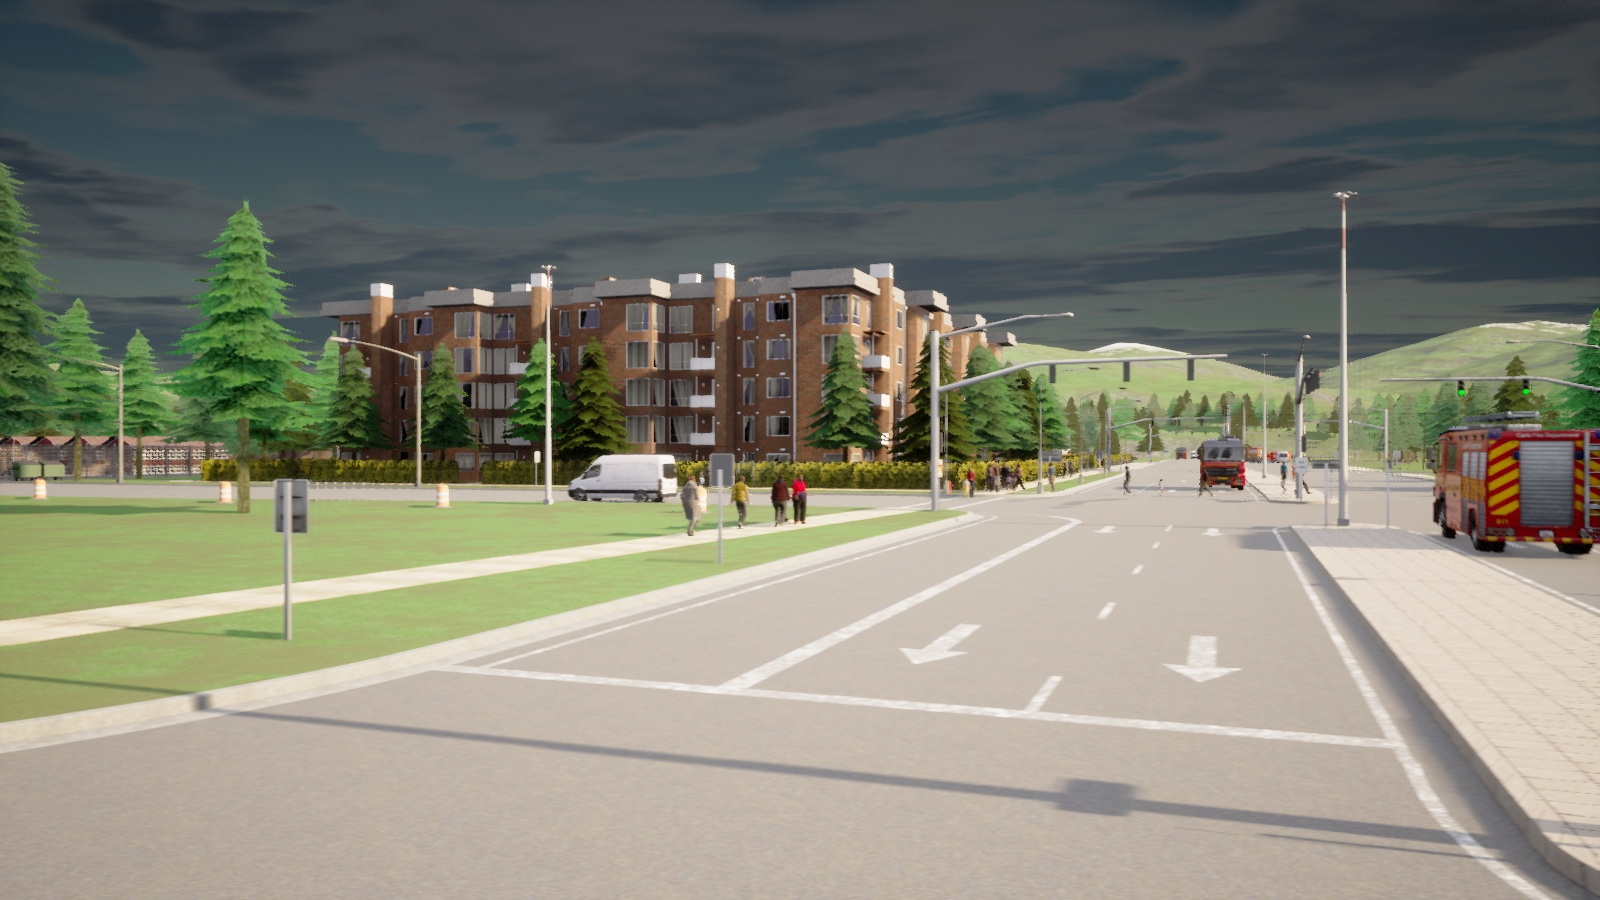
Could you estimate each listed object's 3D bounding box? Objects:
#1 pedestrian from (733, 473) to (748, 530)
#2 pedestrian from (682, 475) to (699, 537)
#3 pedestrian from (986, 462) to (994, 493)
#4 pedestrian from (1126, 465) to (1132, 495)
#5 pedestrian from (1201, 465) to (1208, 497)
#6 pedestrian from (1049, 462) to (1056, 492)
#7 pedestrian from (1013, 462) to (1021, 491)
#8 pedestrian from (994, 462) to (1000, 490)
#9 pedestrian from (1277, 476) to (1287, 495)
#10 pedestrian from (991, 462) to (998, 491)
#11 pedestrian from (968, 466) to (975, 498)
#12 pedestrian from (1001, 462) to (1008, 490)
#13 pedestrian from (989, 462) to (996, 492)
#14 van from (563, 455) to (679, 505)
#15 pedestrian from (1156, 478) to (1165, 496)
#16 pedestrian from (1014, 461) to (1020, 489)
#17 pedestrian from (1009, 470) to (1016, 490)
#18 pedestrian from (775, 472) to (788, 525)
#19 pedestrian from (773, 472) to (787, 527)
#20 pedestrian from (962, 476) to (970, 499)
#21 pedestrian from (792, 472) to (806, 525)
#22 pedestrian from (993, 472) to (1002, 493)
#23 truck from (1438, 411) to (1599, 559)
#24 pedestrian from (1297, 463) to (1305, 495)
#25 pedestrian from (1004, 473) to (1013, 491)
[{"bbox_3d":[-1.963,1.697,37.764,0.375,1.860,0.375,0,0,24],"label":"pedestrian"},{"bbox_3d":[-3.338,1.698,34.733,0.375,1.860,0.375,0,0,25],"label":"pedestrian"},{"bbox_3d":[11.704,1.697,70.395,0.375,1.860,0.375,0,0,22],"label":"pedestrian"},{"bbox_3d":[20.206,1.849,70.220,0.375,1.860,0.375,0,0,15],"label":"pedestrian"},{"bbox_3d":[23.906,1.849,67.563,0.375,1.860,0.375,0,0,17],"label":"pedestrian"},{"bbox_3d":[15.596,1.680,70.641,0.375,1.860,0.375,0,0,25],"label":"pedestrian"},{"bbox_3d":[13.854,1.690,72.948,0.375,1.860,0.375,0,0,39],"label":"pedestrian"},{"bbox_3d":[12.858,1.697,74.653,0.375,1.860,0.375,0,0,17],"label":"pedestrian"},{"bbox_3d":[28.252,2.076,66.978,0.500,1.100,0.500,0,0,15],"label":"pedestrian"},{"bbox_3d":[12.573,1.697,73.811,0.375,1.860,0.375,0,0,14],"label":"pedestrian"},{"bbox_3d":[9.911,1.850,66.006,0.375,1.860,0.375,0,0,19],"label":"pedestrian"},{"bbox_3d":[13.423,1.697,74.941,0.375,1.860,0.375,0,0,35],"label":"pedestrian"},{"bbox_3d":[12.136,1.696,71.937,0.375,1.860,0.375,0,0,18],"label":"pedestrian"},{"bbox_3d":[-9.547,1.537,60.965,5.915,2.561,1.988,0,0,20],"label":"van"},{"bbox_3d":[21.721,2.229,68.925,0.500,1.100,0.500,0,0,14],"label":"pedestrian"},{"bbox_3d":[14.766,1.697,77.824,0.375,1.860,0.375,0,0,20],"label":"pedestrian"},{"bbox_3d":[14.095,1.979,75.748,0.375,1.300,0.375,0,0,17],"label":"pedestrian"},{"bbox_3d":[-0.655,1.697,40.538,0.375,1.860,0.375,0,0,23],"label":"pedestrian"},{"bbox_3d":[-0.687,1.697,39.093,0.375,1.860,0.375,0,0,17],"label":"pedestrian"},{"bbox_3d":[9.489,2.130,65.139,0.375,1.300,0.375,0,0,22],"label":"pedestrian"},{"bbox_3d":[-0.034,1.697,40.300,0.375,1.860,0.375,0,0,-31],"label":"pedestrian"},{"bbox_3d":[12.071,1.979,69.904,0.375,1.300,0.375,0,0,45],"label":"pedestrian"},{"bbox_3d":[21.253,0.890,33.801,2.891,3.827,8.468,0,0,21],"label":"truck"},{"bbox_3d":[29.225,1.696,66.656,0.375,1.860,0.375,0,0,16],"label":"pedestrian"},{"bbox_3d":[13.518,2.077,73.984,0.500,1.100,0.500,0,0,20],"label":"pedestrian"}]
